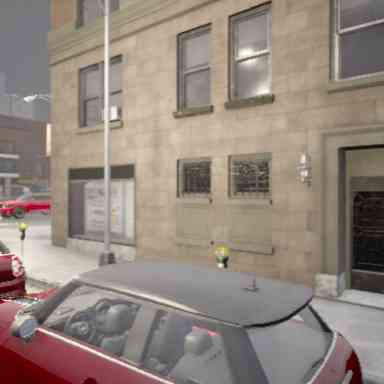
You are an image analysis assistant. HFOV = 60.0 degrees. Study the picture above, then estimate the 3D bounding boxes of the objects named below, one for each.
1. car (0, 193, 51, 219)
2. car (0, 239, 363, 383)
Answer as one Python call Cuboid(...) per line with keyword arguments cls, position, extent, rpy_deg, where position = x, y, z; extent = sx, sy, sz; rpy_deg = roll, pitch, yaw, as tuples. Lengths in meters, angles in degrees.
Cuboid(cls="car", position=(-13.367, 1.107, 28.237), extent=(2.150, 2.045, 5.566), rpy_deg=(0, -1, 36))
Cuboid(cls="car", position=(-0.600, 1.418, 3.286), extent=(4.097, 1.590, 1.967), rpy_deg=(1, 0, 36))
